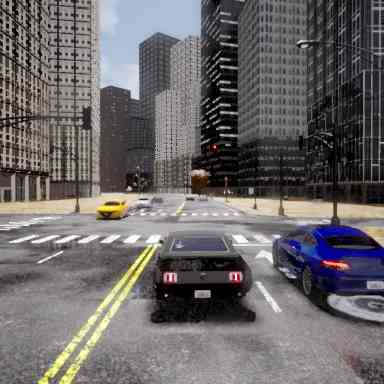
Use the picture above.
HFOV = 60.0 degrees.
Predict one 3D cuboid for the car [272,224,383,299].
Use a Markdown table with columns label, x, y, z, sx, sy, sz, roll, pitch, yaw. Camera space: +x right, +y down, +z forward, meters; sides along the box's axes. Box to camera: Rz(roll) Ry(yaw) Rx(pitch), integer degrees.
| label | x | y | z | sx | sy | sz | roll | pitch | yaw |
| --- | --- | --- | --- | --- | --- | --- | --- | --- | --- |
| car | 3.347 | 1.523 | 8.338 | 1.812 | 1.442 | 4.674 | 0 | 0 | 1 |

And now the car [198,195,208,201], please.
| label | x | y | z | sx | sy | sz | roll | pitch | yaw |
| --- | --- | --- | --- | --- | --- | --- | --- | --- | --- |
| car | 2.746 | 1.397 | 80.640 | 1.812 | 1.442 | 4.674 | 0 | 0 | -4 |

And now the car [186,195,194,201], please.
| label | x | y | z | sx | sy | sz | roll | pitch | yaw |
| --- | --- | --- | --- | --- | --- | --- | --- | --- | --- |
| car | -0.503 | 1.469 | 80.524 | 1.895 | 1.301 | 4.718 | 0 | 0 | -4 |

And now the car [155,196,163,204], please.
| label | x | y | z | sx | sy | sz | roll | pitch | yaw |
| --- | --- | --- | --- | --- | --- | --- | --- | --- | --- |
| car | -6.555 | 1.485 | 63.001 | 1.994 | 1.385 | 4.181 | 0 | 0 | 0 |

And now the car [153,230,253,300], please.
| label | x | y | z | sx | sy | sz | roll | pitch | yaw |
| --- | --- | --- | --- | --- | --- | --- | --- | --- | --- |
| car | 0.104 | 1.598 | 8.367 | 1.895 | 1.301 | 4.718 | 0 | 0 | -3 |

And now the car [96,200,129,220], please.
| label | x | y | z | sx | sy | sz | roll | pitch | yaw |
| --- | --- | --- | --- | --- | --- | --- | --- | --- | --- |
| car | -6.580 | 1.407 | 28.006 | 1.882 | 1.535 | 5.008 | 0 | 0 | 0 |

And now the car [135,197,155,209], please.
| label | x | y | z | sx | sy | sz | roll | pitch | yaw |
| --- | --- | --- | --- | --- | --- | --- | --- | --- | --- |
| car | -6.574 | 1.483 | 45.377 | 1.812 | 1.442 | 4.674 | 0 | 0 | 0 |
